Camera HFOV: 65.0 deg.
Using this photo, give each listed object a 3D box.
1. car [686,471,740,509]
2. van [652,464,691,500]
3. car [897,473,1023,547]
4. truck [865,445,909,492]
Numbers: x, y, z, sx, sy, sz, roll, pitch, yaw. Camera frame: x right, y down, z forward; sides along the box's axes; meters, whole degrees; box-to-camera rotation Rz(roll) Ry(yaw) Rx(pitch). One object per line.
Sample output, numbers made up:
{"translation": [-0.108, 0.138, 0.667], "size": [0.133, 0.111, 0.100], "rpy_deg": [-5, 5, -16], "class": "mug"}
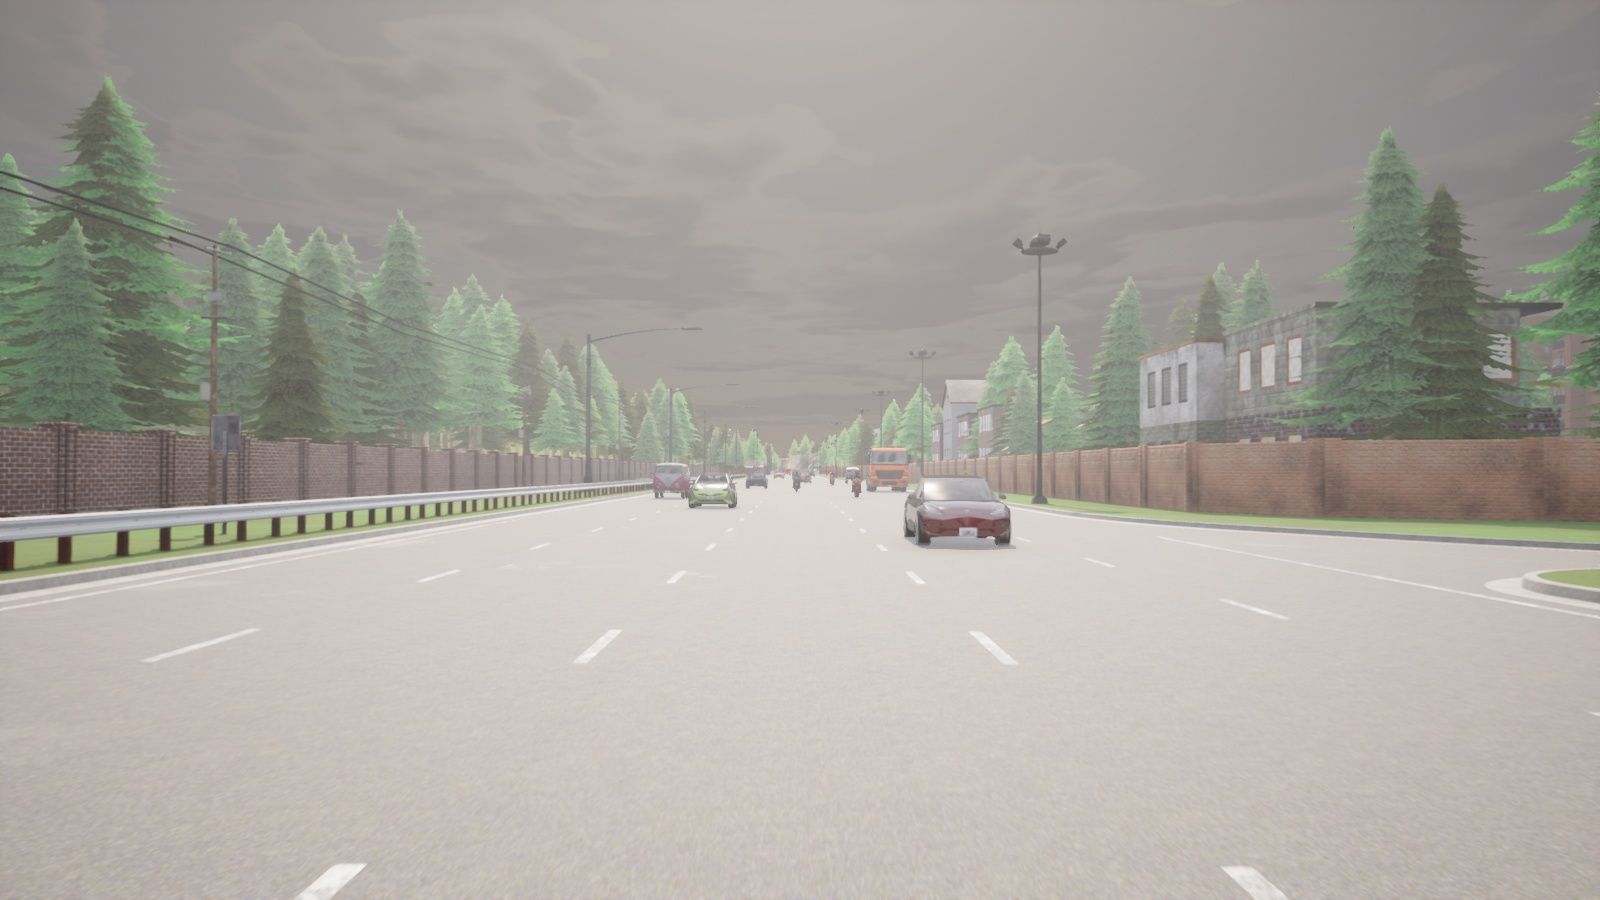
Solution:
{"translation": [-3.632, 1.668, 53.255], "size": [2.007, 1.525, 4.514], "rpy_deg": [0, -1, 0], "class": "car"}
{"translation": [-7.175, 1.777, 70.564], "size": [1.775, 1.987, 4.442], "rpy_deg": [0, -1, 0], "class": "van"}
{"translation": [3.431, 1.268, 27.922], "size": [2.163, 1.488, 4.792], "rpy_deg": [0, -1, 0], "class": "car"}
{"translation": [6.753, 1.452, 98.328], "size": [2.891, 3.462, 7.936], "rpy_deg": [0, -1, 0], "class": "truck"}
